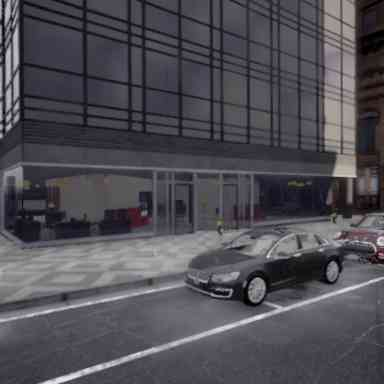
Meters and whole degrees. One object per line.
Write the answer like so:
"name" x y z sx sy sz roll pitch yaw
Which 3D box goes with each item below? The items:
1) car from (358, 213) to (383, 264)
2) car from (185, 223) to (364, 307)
"car" 6.471 1.429 11.159 4.097 1.590 1.967 0 0 -36
"car" 1.873 1.545 7.877 4.403 1.369 2.008 0 0 -36
